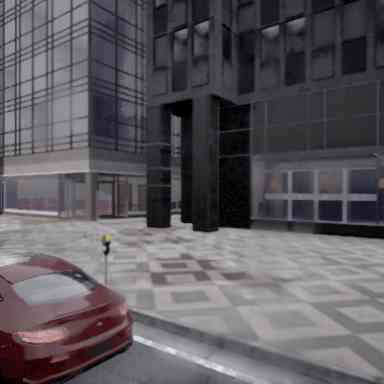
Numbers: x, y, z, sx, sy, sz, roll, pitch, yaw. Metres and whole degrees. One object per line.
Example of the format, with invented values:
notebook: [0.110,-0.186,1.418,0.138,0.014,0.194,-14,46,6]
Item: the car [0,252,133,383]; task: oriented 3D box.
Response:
car: [-2.693,1.573,4.882,4.206,1.307,1.802,0,0,35]
